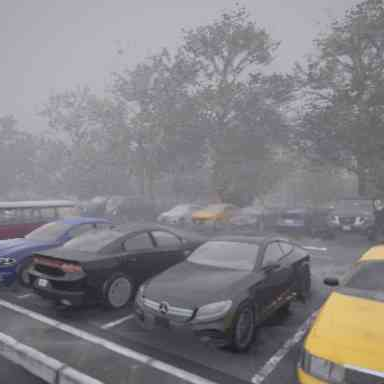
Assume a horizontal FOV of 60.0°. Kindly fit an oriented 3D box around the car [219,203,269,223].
[{"bbox_3d":[4.043,1.537,20.452,2.231,1.521,4.892,0,0,36],"label":"car"}]

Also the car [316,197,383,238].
[{"bbox_3d":[8.543,1.273,17.168,2.435,2.045,5.566,0,0,36],"label":"car"}]

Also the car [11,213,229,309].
[{"bbox_3d":[-1.326,1.531,8.185,2.097,1.535,5.008,0,0,36],"label":"car"}]

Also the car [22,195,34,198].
[{"bbox_3d":[-14.121,1.442,33.565,2.185,1.767,4.553,0,0,36],"label":"car"}]

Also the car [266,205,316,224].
[{"bbox_3d":[6.314,1.560,18.843,2.163,1.488,4.792,0,0,36],"label":"car"}]

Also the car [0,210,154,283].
[{"bbox_3d":[-3.578,1.537,9.820,2.097,1.535,5.008,0,0,36],"label":"car"}]

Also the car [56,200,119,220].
[{"bbox_3d":[-9.411,1.561,30.363,1.946,1.575,5.366,0,0,36],"label":"car"}]

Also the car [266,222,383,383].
[{"bbox_3d":[3.087,1.515,4.785,1.946,1.575,5.366,0,0,36],"label":"car"}]

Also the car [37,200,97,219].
[{"bbox_3d":[-11.882,1.568,31.908,2.097,1.535,5.008,0,0,36],"label":"car"}]

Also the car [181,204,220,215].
[{"bbox_3d":[1.783,1.541,22.078,2.097,1.535,5.008,0,0,36],"label":"car"}]

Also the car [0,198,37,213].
[{"bbox_3d":[-20.928,1.517,38.437,2.097,1.535,5.008,1,0,36],"label":"car"}]

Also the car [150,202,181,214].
[{"bbox_3d":[-0.479,1.587,23.704,2.002,1.452,4.674,0,0,36],"label":"car"}]

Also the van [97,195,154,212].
[{"bbox_3d":[-5.068,1.329,26.863,1.878,1.987,4.442,0,0,36],"label":"van"}]

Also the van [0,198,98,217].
[{"bbox_3d":[-5.771,1.317,11.537,1.878,1.987,4.442,0,0,36],"label":"van"}]

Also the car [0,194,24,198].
[{"bbox_3d":[-18.650,1.291,36.824,2.435,2.045,5.566,1,0,36],"label":"car"}]

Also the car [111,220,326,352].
[{"bbox_3d":[0.938,1.566,6.564,2.002,1.452,4.674,0,0,36],"label":"car"}]
